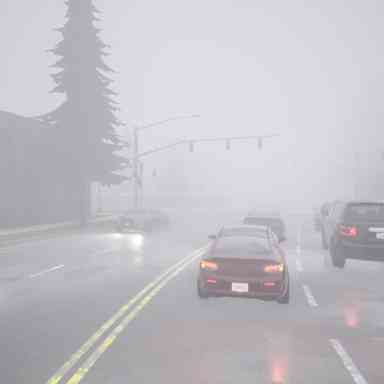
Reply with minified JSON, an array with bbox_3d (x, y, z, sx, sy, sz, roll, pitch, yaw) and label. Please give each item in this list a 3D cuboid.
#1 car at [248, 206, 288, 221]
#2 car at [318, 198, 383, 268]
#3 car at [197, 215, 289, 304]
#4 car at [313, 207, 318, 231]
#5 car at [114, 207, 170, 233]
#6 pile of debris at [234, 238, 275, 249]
[{"bbox_3d":[3.821,1.478,17.078,1.882,1.535,5.008,0,0,18],"label":"car"},{"bbox_3d":[5.673,1.221,11.113,2.150,2.045,5.566,0,0,17],"label":"car"},{"bbox_3d":[1.319,1.526,8.162,1.812,1.442,4.674,0,0,12],"label":"car"},{"bbox_3d":[8.551,1.352,20.264,2.097,1.767,4.553,0,0,18],"label":"car"},{"bbox_3d":[-2.855,1.565,19.740,1.994,1.385,4.181,0,0,19],"label":"car"},{"bbox_3d":[2.724,2.175,14.249,1.500,0.140,1.860,0,0,18],"label":"pile of debris"}]
